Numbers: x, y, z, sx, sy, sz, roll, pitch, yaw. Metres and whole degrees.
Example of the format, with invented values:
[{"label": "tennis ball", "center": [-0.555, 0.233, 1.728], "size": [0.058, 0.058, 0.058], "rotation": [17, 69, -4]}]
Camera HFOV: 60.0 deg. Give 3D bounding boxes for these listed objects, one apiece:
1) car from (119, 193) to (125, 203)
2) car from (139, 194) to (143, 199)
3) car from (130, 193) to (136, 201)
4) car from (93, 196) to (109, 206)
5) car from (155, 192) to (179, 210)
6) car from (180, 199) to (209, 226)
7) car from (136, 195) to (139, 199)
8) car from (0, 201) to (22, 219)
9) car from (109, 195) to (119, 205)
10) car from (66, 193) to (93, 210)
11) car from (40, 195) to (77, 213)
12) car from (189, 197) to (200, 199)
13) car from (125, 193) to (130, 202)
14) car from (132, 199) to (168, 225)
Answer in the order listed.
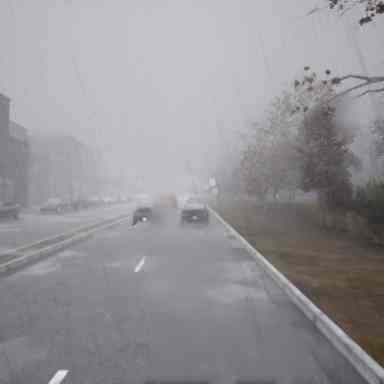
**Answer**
[{"label": "car", "center": [-14.888, 1.282, 64.034], "size": [2.185, 1.767, 4.553], "rotation": [0, 0, 0]}, {"label": "car", "center": [-14.886, 1.413, 86.235], "size": [2.231, 1.521, 4.892], "rotation": [0, 0, 0]}, {"label": "car", "center": [-14.887, 1.158, 75.024], "size": [2.435, 2.045, 5.566], "rotation": [0, 0, 0]}, {"label": "car", "center": [-14.946, 1.406, 51.420], "size": [2.231, 1.521, 4.892], "rotation": [0, 0, 1]}, {"label": "car", "center": [-2.965, 1.217, 42.274], "size": [2.150, 2.045, 5.566], "rotation": [0, 0, 0]}, {"label": "car", "center": [0.201, 1.477, 23.530], "size": [1.882, 1.535, 5.008], "rotation": [0, 0, 0]}, {"label": "car", "center": [-14.889, 1.412, 80.708], "size": [2.231, 1.521, 4.892], "rotation": [0, 0, 0]}, {"label": "car", "center": [-14.896, 1.430, 25.421], "size": [2.163, 1.488, 4.792], "rotation": [0, 0, 0]}, {"label": "car", "center": [-14.889, 1.404, 58.292], "size": [1.946, 1.575, 5.366], "rotation": [0, 0, 0]}, {"label": "car", "center": [-14.890, 1.152, 41.999], "size": [2.435, 2.045, 5.566], "rotation": [0, 0, 0]}, {"label": "car", "center": [-14.891, 1.404, 36.509], "size": [2.231, 1.521, 4.892], "rotation": [0, 0, 0]}, {"label": "car", "center": [0.280, 1.349, 41.260], "size": [2.097, 1.767, 4.553], "rotation": [0, 0, 0]}, {"label": "car", "center": [-14.888, 1.406, 69.342], "size": [1.946, 1.575, 5.366], "rotation": [0, 0, 0]}, {"label": "car", "center": [-3.048, 1.500, 23.933], "size": [1.837, 1.490, 4.892], "rotation": [0, 0, 0]}]
